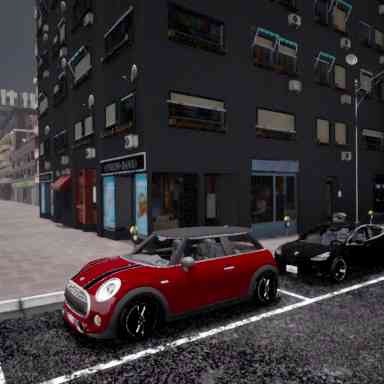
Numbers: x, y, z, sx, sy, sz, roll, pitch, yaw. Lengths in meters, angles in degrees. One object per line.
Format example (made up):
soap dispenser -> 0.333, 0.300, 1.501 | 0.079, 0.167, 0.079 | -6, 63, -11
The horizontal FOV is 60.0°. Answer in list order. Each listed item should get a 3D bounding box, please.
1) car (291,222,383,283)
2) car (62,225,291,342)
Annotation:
car -> 4.279, 1.564, 9.632 | 4.313, 1.339, 1.947 | 0, -1, -36
car -> -0.280, 1.439, 6.377 | 4.097, 1.590, 1.967 | 0, -1, -36
